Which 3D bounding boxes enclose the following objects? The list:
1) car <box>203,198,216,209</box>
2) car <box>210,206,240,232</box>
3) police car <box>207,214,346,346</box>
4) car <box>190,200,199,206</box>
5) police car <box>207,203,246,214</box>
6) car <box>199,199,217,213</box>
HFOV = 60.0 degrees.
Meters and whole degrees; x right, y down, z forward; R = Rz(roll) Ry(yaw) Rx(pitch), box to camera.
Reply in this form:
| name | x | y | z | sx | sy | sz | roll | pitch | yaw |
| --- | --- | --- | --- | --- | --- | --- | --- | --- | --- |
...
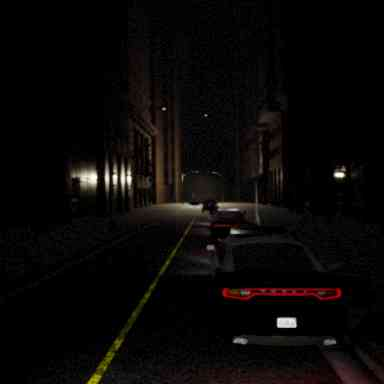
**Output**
| name | x | y | z | sx | sy | sz | roll | pitch | yaw |
| --- | --- | --- | --- | --- | --- | --- | --- | --- | --- |
| car | 3.048 | 1.945 | 58.193 | 2.097 | 1.767 | 4.553 | -1 | -1 | 3 |
| car | 2.146 | 1.760 | 22.700 | 1.812 | 1.442 | 4.674 | -1 | -1 | 3 |
| police car | 1.337 | 1.491 | 6.831 | 1.930 | 1.638 | 5.238 | -1 | -1 | 3 |
| car | 0.671 | 2.340 | 70.451 | 1.895 | 1.301 | 4.718 | -1 | -1 | 3 |
| police car | 1.845 | 1.598 | 16.818 | 1.930 | 1.638 | 5.238 | -1 | -1 | 3 |
| car | 2.397 | 1.820 | 45.050 | 2.097 | 1.767 | 4.553 | -1 | -1 | 3 |
